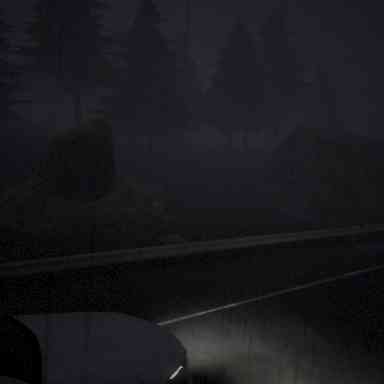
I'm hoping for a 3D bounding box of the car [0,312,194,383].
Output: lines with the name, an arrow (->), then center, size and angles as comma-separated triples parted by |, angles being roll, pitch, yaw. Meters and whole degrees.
car -> -2.138, 1.527, 2.218 | 4.674, 1.442, 1.812 | 0, 0, -35
